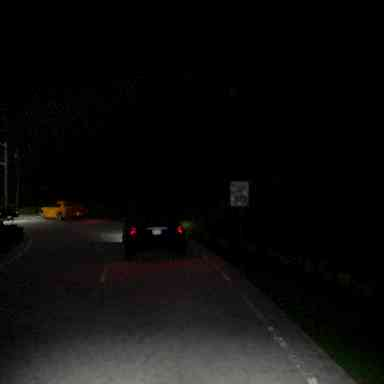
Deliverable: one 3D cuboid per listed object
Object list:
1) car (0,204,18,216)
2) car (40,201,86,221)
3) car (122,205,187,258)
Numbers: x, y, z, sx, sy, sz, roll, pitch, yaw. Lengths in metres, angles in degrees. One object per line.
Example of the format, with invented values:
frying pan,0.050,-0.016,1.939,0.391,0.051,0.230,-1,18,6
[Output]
car,-16.588,1.580,27.222,5.357,1.411,2.033,0,0,28
car,-10.571,1.493,27.130,5.008,1.535,1.882,0,0,42
car,-1.630,1.349,13.095,2.097,1.767,4.553,0,0,-13
